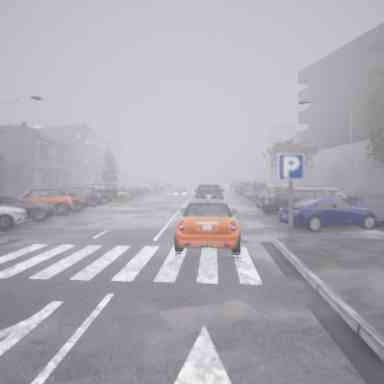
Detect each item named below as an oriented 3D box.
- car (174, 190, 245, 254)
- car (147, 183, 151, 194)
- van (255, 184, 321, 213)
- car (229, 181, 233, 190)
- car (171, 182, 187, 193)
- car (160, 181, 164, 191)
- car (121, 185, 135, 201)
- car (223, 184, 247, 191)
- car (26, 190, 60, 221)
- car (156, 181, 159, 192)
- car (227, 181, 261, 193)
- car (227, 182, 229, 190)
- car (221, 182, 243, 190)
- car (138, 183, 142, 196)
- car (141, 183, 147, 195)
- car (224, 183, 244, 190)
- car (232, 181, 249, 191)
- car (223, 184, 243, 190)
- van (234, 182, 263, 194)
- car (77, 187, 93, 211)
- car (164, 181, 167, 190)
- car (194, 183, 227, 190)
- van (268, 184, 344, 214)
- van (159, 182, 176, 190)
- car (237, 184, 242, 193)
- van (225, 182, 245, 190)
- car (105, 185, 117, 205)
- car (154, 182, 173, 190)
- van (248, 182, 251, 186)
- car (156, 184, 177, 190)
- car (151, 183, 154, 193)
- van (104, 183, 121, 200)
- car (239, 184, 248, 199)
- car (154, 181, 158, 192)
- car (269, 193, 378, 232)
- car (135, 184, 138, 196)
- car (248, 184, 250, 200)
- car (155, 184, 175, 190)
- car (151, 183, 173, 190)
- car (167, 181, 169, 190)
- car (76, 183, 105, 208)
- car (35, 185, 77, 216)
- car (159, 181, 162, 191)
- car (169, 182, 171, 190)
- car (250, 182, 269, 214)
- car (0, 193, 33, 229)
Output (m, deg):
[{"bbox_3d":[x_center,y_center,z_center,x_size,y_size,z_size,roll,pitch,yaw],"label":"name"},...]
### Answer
[{"bbox_3d":[0.591,1.013,12.158,2.097,1.767,4.553,0,2,3],"label":"car"},{"bbox_3d":[-8.921,-0.279,47.858,4.892,1.521,2.231,-1,3,-17],"label":"car"},{"bbox_3d":[7.304,0.453,25.366,4.442,1.987,1.878,0,3,-16],"label":"van"},{"bbox_3d":[9.002,-0.493,49.401,5.566,2.045,2.435,0,2,-17],"label":"car"},{"bbox_3d":[-2.012,-0.645,59.072,1.837,1.490,4.892,0,3,3],"label":"car"},{"bbox_3d":[-8.193,-0.944,62.503,4.553,1.767,2.185,-1,2,-17],"label":"car"},{"bbox_3d":[-9.268,0.160,36.190,5.366,1.575,1.946,-1,2,-17],"label":"car"},{"bbox_3d":[10.319,-1.182,79.222,5.366,1.575,1.946,1,2,-17],"label":"car"},{"bbox_3d":[-10.133,0.869,18.493,4.792,1.488,2.163,-1,2,-18],"label":"car"},{"bbox_3d":[-8.481,-0.739,56.647,4.553,1.767,2.185,-1,2,-17],"label":"car"},{"bbox_3d":[9.584,-0.936,61.360,5.566,2.045,2.435,0,2,-17],"label":"car"},{"bbox_3d":[9.229,-0.585,58.316,5.366,1.575,1.946,0,2,-17],"label":"car"},{"bbox_3d":[11.328,-1.667,94.200,5.566,2.045,2.435,1,1,-17],"label":"car"},{"bbox_3d":[-9.162,-0.028,42.006,4.792,1.488,2.163,-1,2,-17],"label":"car"},{"bbox_3d":[-9.067,-0.169,44.928,5.008,1.535,2.097,-1,2,-17],"label":"car"},{"bbox_3d":[10.799,-1.418,85.249,4.553,1.767,2.185,1,1,-17],"label":"car"},{"bbox_3d":[8.673,-0.262,43.396,5.566,2.045,2.435,0,2,-17],"label":"car"},{"bbox_3d":[11.199,-1.351,91.243,4.792,1.488,2.163,1,1,-17],"label":"car"},{"bbox_3d":[9.375,-0.696,55.410,4.442,1.987,1.878,0,2,-17],"label":"van"},{"bbox_3d":[-9.956,0.646,24.362,4.792,1.488,2.163,-1,3,-18],"label":"car"},{"bbox_3d":[-8.068,-0.913,65.434,5.008,1.535,2.097,-1,2,-17],"label":"car"},{"bbox_3d":[1.325,0.363,25.784,2.150,2.045,5.566,0,3,4],"label":"car"},{"bbox_3d":[7.087,0.684,19.459,4.442,1.987,1.878,0,2,-16],"label":"van"},{"bbox_3d":[-6.752,-1.711,91.755,4.442,1.987,1.878,-1,1,-17],"label":"van"},{"bbox_3d":[8.481,0.134,40.400,4.792,1.488,2.163,0,2,-16],"label":"car"},{"bbox_3d":[10.554,-1.466,82.224,4.442,1.987,1.878,1,1,-17],"label":"van"},{"bbox_3d":[-9.698,0.391,30.264,5.008,1.535,2.097,-1,2,-18],"label":"car"},{"bbox_3d":[-7.109,-1.476,83.008,4.553,1.767,2.185,-1,1,-17],"label":"car"},{"bbox_3d":[7.962,0.225,31.424,4.442,1.987,1.878,0,2,-16],"label":"van"},{"bbox_3d":[-6.815,-1.448,88.863,5.008,1.535,2.097,-1,1,-17],"label":"car"},{"bbox_3d":[-8.781,-0.391,50.785,4.892,1.521,2.231,-1,3,-17],"label":"car"},{"bbox_3d":[-9.684,0.056,33.157,4.442,1.987,1.878,-1,3,-18],"label":"van"},{"bbox_3d":[8.270,0.221,37.388,4.892,1.521,2.231,0,3,-16],"label":"car"},{"bbox_3d":[-8.645,-0.504,53.717,5.008,1.535,2.097,-1,3,-17],"label":"car"},{"bbox_3d":[6.747,1.023,16.446,5.008,1.535,2.097,0,2,-16],"label":"car"},{"bbox_3d":[-9.327,0.055,39.066,5.008,1.535,2.097,-1,2,-17],"label":"car"},{"bbox_3d":[7.602,0.439,28.392,4.553,1.767,2.185,0,2,-16],"label":"car"},{"bbox_3d":[-6.947,-1.372,85.949,4.792,1.488,2.163,-1,1,-17],"label":"car"},{"bbox_3d":[-7.295,-1.290,80.078,4.892,1.521,2.231,-1,2,-17],"label":"car"},{"bbox_3d":[-7.931,-0.999,68.361,5.008,1.535,2.097,-1,2,-17],"label":"car"},{"bbox_3d":[-9.781,0.377,27.319,4.553,1.767,2.185,-1,3,-18],"label":"car"},{"bbox_3d":[-10.016,0.602,21.428,4.553,1.767,2.185,-1,3,-18],"label":"car"},{"bbox_3d":[-8.372,-0.679,59.583,4.674,1.452,2.002,-1,2,-17],"label":"car"},{"bbox_3d":[-7.949,-1.083,71.238,5.366,1.575,1.946,-1,2,-17],"label":"car"},{"bbox_3d":[7.169,0.543,22.400,5.566,2.045,2.435,0,3,-16],"label":"car"},{"bbox_3d":[-10.274,0.993,15.536,4.674,1.452,2.002,-1,2,-18],"label":"car"}]
